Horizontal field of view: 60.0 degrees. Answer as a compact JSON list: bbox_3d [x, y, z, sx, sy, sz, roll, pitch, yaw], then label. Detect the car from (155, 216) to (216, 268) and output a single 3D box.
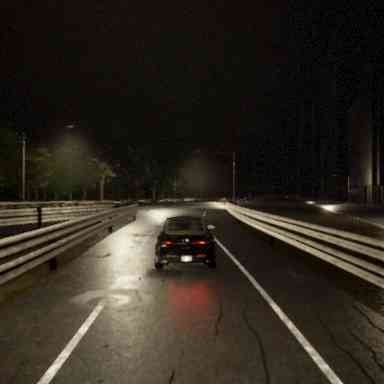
[{"bbox_3d":[-0.244,1.595,11.649,1.837,1.490,4.892,0,0,-2],"label":"car"}]
